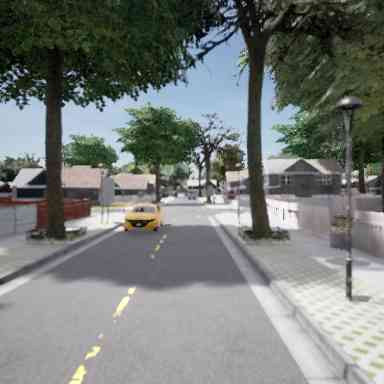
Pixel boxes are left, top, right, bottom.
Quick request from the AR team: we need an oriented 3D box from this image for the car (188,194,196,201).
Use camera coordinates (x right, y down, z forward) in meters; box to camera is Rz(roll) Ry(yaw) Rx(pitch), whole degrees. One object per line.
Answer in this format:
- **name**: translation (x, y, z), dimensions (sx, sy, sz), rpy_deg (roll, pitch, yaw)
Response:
- **car**: translation (0.005, 1.269, 81.100), dimensions (2.097, 1.767, 4.553), rpy_deg (0, 0, 0)

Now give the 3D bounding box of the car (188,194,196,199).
- **car**: translation (0.006, 1.313, 91.166), dimensions (1.994, 1.385, 4.181), rpy_deg (0, 0, 0)

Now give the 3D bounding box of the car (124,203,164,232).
- **car**: translation (-2.818, 1.460, 20.203), dimensions (1.882, 1.535, 5.008), rpy_deg (0, 0, 0)

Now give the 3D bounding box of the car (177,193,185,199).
- **car**: translation (-2.745, 1.056, 84.917), dimensions (1.812, 1.442, 4.674), rpy_deg (0, 0, 0)
